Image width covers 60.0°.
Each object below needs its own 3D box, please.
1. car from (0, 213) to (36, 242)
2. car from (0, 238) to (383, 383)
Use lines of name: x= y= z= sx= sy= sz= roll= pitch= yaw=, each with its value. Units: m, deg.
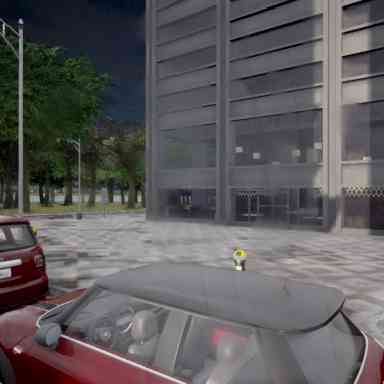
car: x=-4.800 y=1.315 z=6.382 sx=5.009 sy=1.841 sz=2.192 roll=0 pitch=0 yaw=35
car: x=-0.371 y=1.440 z=3.227 sx=4.097 sy=1.590 sz=1.967 roll=0 pitch=0 yaw=35
